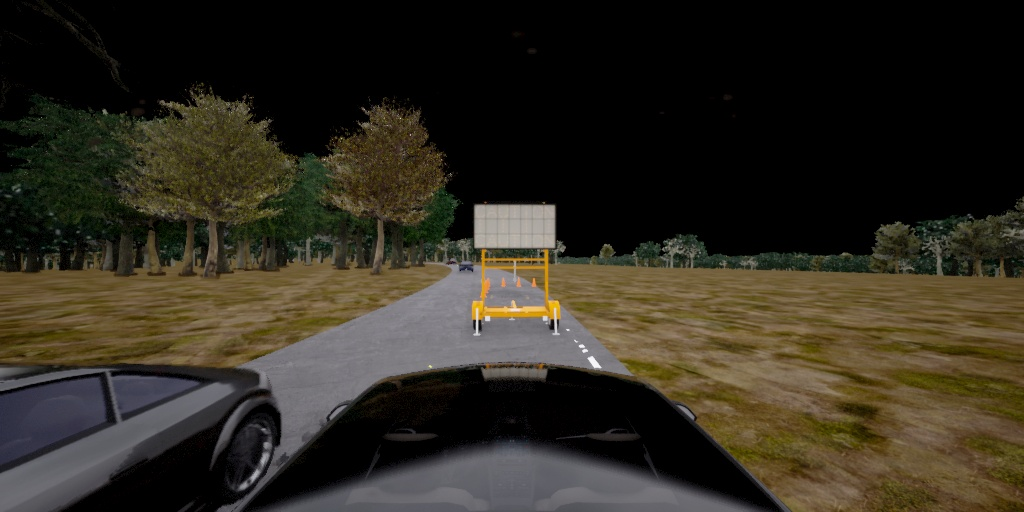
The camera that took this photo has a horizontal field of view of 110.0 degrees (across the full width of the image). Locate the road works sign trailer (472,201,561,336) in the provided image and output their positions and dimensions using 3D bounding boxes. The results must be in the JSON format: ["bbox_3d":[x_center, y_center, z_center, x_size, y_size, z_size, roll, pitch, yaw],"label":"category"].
[{"bbox_3d":[0.079,0.214,10.447,2.380,3.560,2.880,0,0,-2],"label":"road works sign trailer"}]

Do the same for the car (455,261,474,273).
[{"bbox_3d":[-5.680,1.302,44.671,2.033,1.411,5.357,0,0,-8],"label":"car"}]

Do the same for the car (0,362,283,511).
[{"bbox_3d":[-3.105,1.314,1.588,1.994,1.385,4.181,0,0,0],"label":"car"}]
